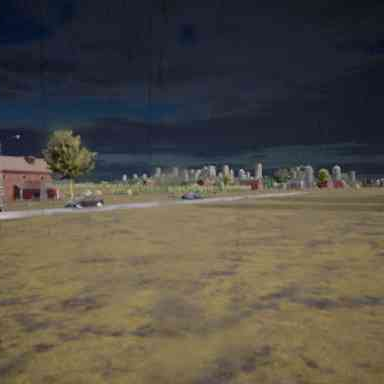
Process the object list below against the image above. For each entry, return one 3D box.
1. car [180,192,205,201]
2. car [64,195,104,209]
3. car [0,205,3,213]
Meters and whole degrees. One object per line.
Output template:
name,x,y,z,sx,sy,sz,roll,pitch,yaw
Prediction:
car,0.234,0.752,57.214,2.033,1.411,5.357,1,2,36
car,-12.703,1.168,39.360,1.837,1.490,4.892,1,2,36
car,-19.457,1.458,29.982,1.994,1.385,4.181,1,2,34
